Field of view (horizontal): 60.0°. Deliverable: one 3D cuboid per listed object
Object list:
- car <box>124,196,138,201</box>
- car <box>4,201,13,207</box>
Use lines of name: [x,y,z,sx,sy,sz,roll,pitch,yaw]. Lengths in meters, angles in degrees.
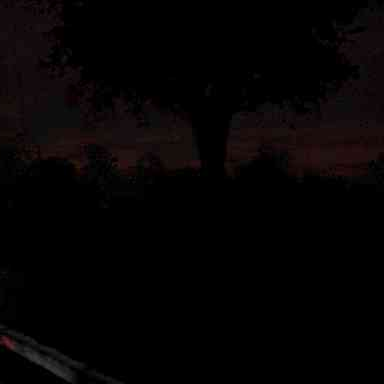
car: [-11.861,1.486,59.579,1.882,1.535,5.008,0,0,34]
car: [-22.331,1.361,43.749,2.097,1.767,4.553,0,0,33]
